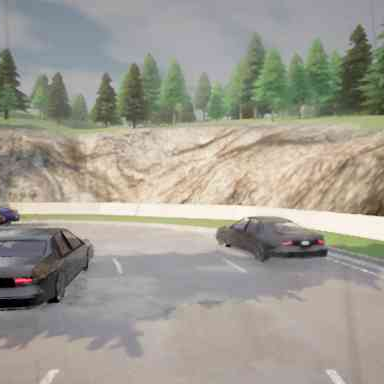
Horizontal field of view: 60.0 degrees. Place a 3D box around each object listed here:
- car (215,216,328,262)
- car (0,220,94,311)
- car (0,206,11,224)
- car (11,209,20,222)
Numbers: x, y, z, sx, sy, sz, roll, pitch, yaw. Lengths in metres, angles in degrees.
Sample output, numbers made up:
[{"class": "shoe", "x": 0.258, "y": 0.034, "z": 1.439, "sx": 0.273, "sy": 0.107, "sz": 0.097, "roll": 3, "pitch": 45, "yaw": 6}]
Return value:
[{"class": "car", "x": 2.641, "y": 1.607, "z": 12.479, "sx": 2.033, "sy": 1.411, "sz": 5.357, "roll": 0, "pitch": 0, "yaw": -18}, {"class": "car", "x": -3.732, "y": 1.586, "z": 8.060, "sx": 2.033, "sy": 1.411, "sz": 5.357, "roll": 0, "pitch": 0, "yaw": -6}, {"class": "car", "x": -13.968, "y": 1.696, "z": 20.020, "sx": 4.718, "sy": 1.301, "sz": 1.895, "roll": 0, "pitch": 0, "yaw": -2}, {"class": "car", "x": -14.761, "y": 1.587, "z": 23.165, "sx": 5.008, "sy": 1.535, "sz": 1.882, "roll": 0, "pitch": -1, "yaw": -3}]
